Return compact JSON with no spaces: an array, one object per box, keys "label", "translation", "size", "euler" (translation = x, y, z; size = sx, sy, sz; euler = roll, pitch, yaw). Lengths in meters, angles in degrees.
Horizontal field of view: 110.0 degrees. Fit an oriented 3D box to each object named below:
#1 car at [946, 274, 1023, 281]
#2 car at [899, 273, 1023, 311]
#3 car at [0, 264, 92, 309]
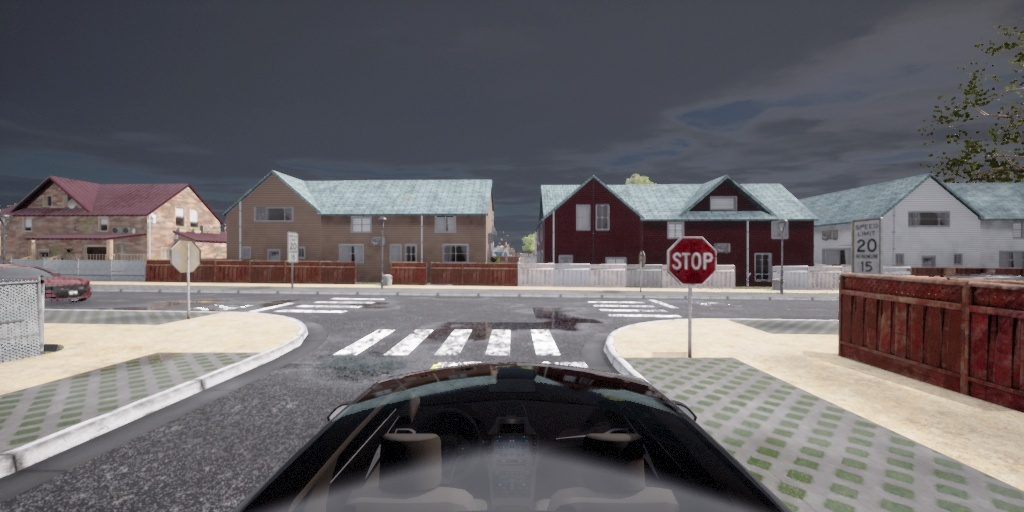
[{"label":"car","translation":[17.042,1.435,12.578],"size":[4.892,1.490,1.837],"euler":[1,0,2]},{"label":"car","translation":[20.440,1.506,15.409],"size":[5.357,1.411,2.033],"euler":[1,0,1]},{"label":"car","translation":[-18.728,1.053,13.323],"size":[5.008,1.535,1.882],"euler":[1,0,1]}]
